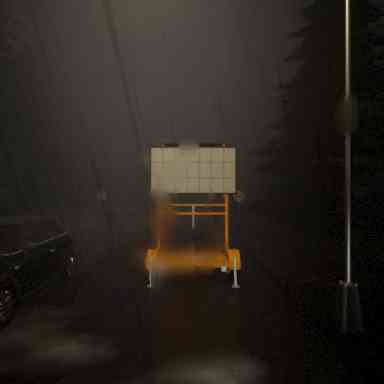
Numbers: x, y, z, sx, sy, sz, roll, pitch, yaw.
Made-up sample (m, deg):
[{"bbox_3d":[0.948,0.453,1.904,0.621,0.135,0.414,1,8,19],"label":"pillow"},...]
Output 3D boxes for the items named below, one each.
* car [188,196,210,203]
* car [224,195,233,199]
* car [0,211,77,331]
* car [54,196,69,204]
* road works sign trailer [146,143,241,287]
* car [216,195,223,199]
[{"bbox_3d":[1.470,1.492,67.379,4.902,1.511,2.128,0,0,-33],"label":"car"},{"bbox_3d":[11.322,1.515,92.995,1.853,1.218,4.536,0,0,30],"label":"car"},{"bbox_3d":[-4.075,1.351,6.810,2.097,1.767,4.553,0,0,0],"label":"car"},{"bbox_3d":[-23.774,1.412,60.510,1.845,1.501,3.633,0,0,0],"label":"car"},{"bbox_3d":[0.037,0.464,9.263,2.380,3.560,2.880,0,0,0],"label":"road works sign trailer"},{"bbox_3d":[8.551,1.429,93.391,3.633,1.501,1.845,0,0,11],"label":"car"}]
